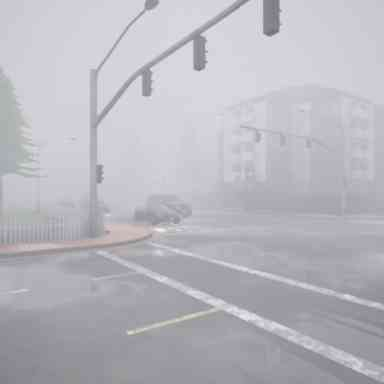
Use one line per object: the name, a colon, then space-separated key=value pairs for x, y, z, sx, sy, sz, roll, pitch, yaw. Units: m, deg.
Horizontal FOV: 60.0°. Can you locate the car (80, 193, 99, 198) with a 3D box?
car: x=-14.494 y=1.224 z=47.661 sx=2.150 sy=2.045 sz=5.566 roll=0 pitch=0 yaw=-34

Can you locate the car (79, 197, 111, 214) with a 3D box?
car: x=-10.081 y=1.567 z=34.906 sx=1.994 sy=1.385 sz=4.181 roll=0 pitch=0 yaw=-34

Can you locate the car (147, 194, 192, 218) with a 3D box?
car: x=-2.201 y=1.225 z=29.330 sx=2.150 sy=2.045 sz=5.566 roll=0 pitch=0 yaw=-34

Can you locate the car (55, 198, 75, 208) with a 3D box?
car: x=-17.592 y=1.567 z=45.999 sx=1.994 sy=1.385 sz=4.181 roll=0 pitch=0 yaw=-34

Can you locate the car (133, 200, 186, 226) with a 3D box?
car: x=-2.624 y=1.529 z=23.726 sx=1.812 sy=1.442 sz=4.674 roll=0 pitch=0 yaw=-34
